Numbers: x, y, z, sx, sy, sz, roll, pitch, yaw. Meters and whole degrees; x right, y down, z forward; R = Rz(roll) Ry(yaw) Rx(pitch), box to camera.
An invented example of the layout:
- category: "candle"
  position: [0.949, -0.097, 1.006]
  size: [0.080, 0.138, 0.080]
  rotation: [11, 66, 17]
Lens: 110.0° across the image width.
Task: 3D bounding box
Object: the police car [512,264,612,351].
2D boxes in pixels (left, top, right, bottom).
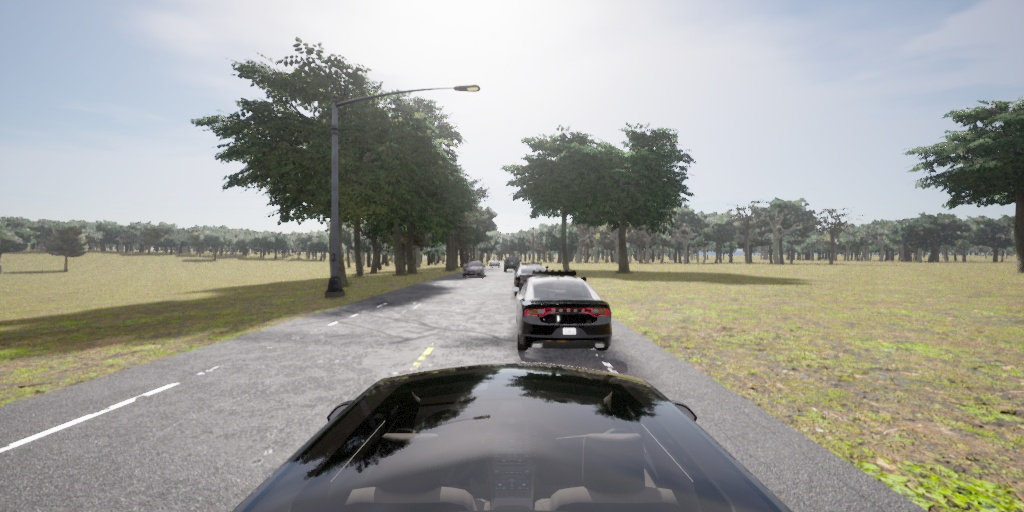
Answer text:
- category: "police car"
  position: [1.048, 1.171, 9.126]
  size: [1.930, 1.638, 5.238]
  rotation: [0, 0, 0]

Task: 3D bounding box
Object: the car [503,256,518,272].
- category: "car"
  position: [0.018, 1.090, 48.487]
  size: [2.150, 2.045, 5.566]
  rotation: [0, 0, 0]

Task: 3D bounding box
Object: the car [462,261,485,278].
- category: "car"
  position: [-3.608, 1.280, 34.233]
  size: [1.837, 1.490, 4.892]
  rotation: [0, 0, 0]

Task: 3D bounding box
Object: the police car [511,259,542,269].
- category: "police car"
  position: [1.045, 1.167, 19.127]
  size: [1.930, 1.638, 5.238]
  rotation: [0, 0, 0]
